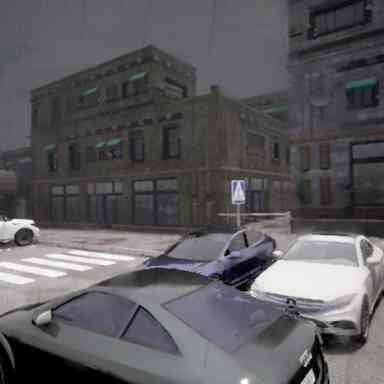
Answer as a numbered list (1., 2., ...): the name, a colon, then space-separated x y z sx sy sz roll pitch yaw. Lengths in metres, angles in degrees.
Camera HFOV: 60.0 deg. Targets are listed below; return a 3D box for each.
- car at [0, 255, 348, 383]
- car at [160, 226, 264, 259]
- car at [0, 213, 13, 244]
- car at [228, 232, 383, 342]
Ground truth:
1. car: -0.691 1.646 3.871 4.181 1.385 1.994 -4 -2 35
2. car: 0.577 1.689 8.505 2.163 1.488 4.792 -2 -1 35
3. car: -12.753 2.064 18.093 2.185 1.767 4.553 -2 -1 36
4. car: 2.839 1.608 6.929 2.002 1.452 4.674 -2 -1 36
